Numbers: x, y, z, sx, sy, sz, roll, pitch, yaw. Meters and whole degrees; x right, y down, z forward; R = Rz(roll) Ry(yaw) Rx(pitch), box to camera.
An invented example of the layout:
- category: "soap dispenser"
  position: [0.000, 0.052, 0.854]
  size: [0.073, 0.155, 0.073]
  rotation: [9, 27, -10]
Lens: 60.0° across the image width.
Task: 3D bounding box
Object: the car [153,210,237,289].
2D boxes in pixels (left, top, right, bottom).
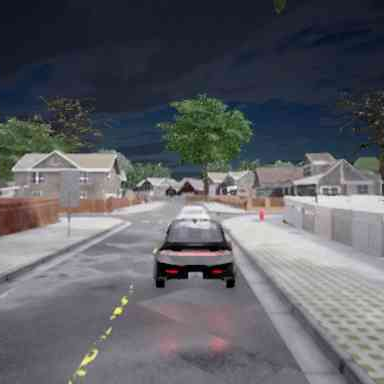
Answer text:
- category: "car"
  position: [0.080, 1.458, 9.066]
  size: [2.128, 1.511, 4.902]
  rotation: [0, 0, 0]

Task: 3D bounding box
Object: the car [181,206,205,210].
- category: "car"
  position: [0.046, 1.475, 18.283]
  size: [1.812, 1.442, 4.674]
  rotation: [0, 0, 0]
